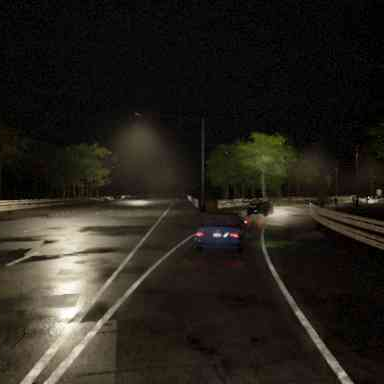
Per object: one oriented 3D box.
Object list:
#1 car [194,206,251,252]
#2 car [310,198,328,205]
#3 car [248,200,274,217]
[{"bbox_3d":[1.321,1.560,14.140,2.033,1.411,5.357,0,0,10],"label":"car"},{"bbox_3d":[21.376,1.635,55.785,1.994,1.385,4.181,0,0,41],"label":"car"},{"bbox_3d":[6.690,1.531,32.347,2.128,1.511,4.902,0,0,23],"label":"car"}]
